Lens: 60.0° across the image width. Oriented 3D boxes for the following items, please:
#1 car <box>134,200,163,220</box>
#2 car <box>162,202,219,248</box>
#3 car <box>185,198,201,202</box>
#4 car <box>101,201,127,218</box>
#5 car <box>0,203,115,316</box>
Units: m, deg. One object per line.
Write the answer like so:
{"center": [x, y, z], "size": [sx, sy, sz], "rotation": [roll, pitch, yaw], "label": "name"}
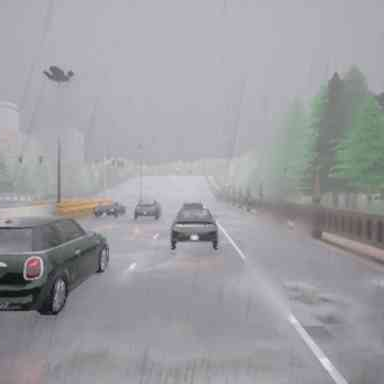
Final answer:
{"center": [-3.417, 1.351, 26.633], "size": [2.128, 1.511, 4.902], "rotation": [0, 0, 0], "label": "car"}
{"center": [0.092, 1.416, 14.287], "size": [2.128, 1.511, 4.902], "rotation": [0, 0, 0], "label": "car"}
{"center": [0.081, 1.316, 31.009], "size": [1.882, 1.535, 5.008], "rotation": [0, 0, 0], "label": "car"}
{"center": [-6.917, 1.453, 28.559], "size": [1.895, 1.301, 4.718], "rotation": [0, 0, 0], "label": "car"}
{"center": [-3.408, 1.314, 7.592], "size": [2.097, 1.767, 4.553], "rotation": [0, 0, 0], "label": "car"}
